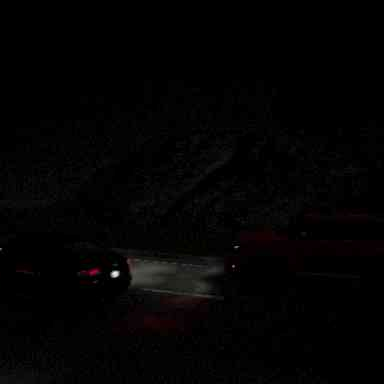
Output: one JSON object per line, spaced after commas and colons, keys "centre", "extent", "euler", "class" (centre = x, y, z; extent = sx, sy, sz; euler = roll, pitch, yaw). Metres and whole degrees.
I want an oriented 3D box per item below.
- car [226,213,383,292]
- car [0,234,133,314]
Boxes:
{"centre": [3.752, 1.586, 9.092], "extent": [5.566, 2.045, 2.150], "euler": [1, -1, 12], "class": "car"}
{"centre": [-3.503, 1.685, 7.783], "extent": [4.181, 1.385, 1.994], "euler": [1, -2, 20], "class": "car"}
